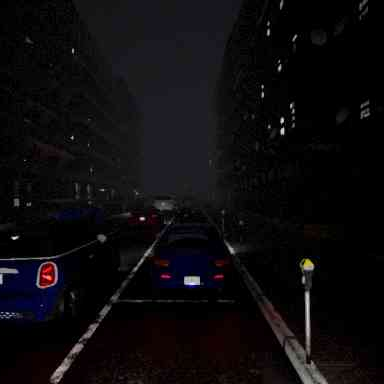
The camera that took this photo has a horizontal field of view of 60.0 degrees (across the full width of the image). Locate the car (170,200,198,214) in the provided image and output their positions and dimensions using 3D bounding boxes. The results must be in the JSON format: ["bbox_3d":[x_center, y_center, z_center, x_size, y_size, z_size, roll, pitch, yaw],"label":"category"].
[{"bbox_3d":[-0.437,1.572,26.224,1.887,1.381,4.507,1,0,0],"label":"car"}]

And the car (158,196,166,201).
[{"bbox_3d":[-8.323,1.847,92.652,1.802,1.307,4.206,1,0,0],"label":"car"}]

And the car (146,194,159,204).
[{"bbox_3d":[-8.315,1.471,70.528,2.192,1.841,5.009,1,0,0],"label":"car"}]

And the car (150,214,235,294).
[{"bbox_3d":[0.003,1.531,8.653,1.812,1.442,4.674,0,0,0],"label":"car"}]

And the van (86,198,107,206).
[{"bbox_3d":[-8.313,1.368,26.285,1.690,1.788,3.998,1,0,0],"label":"van"}]

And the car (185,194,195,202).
[{"bbox_3d":[-0.470,1.521,81.536,2.192,1.841,5.009,1,0,0],"label":"car"}]

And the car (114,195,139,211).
[{"bbox_3d":[-8.312,1.379,42.876,2.192,1.841,5.009,1,0,0],"label":"car"}]

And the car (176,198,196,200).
[{"bbox_3d":[-0.437,1.582,31.754,1.887,1.381,4.507,1,0,0],"label":"car"}]

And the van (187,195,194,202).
[{"bbox_3d":[-0.471,1.575,87.068,1.690,1.788,3.998,1,0,0],"label":"van"}]

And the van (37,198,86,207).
[{"bbox_3d":[-8.312,1.359,20.753,1.690,1.788,3.998,2,0,0],"label":"van"}]

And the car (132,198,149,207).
[{"bbox_3d":[-8.319,1.660,53.938,1.947,1.339,4.313,1,0,0],"label":"car"}]

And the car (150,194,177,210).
[{"bbox_3d":[-2.957,1.273,36.775,2.150,2.045,5.566,0,0,0],"label":"car"}]

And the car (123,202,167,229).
[{"bbox_3d":[-2.956,1.581,21.836,1.994,1.385,4.181,0,0,0],"label":"car"}]

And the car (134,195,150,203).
[{"bbox_3d":[-5.840,1.404,38.564,2.097,1.767,4.553,0,0,0],"label":"car"}]

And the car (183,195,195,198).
[{"bbox_3d":[-0.427,1.490,37.286,1.967,1.590,4.097,1,0,0],"label":"car"}]

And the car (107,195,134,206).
[{"bbox_3d":[-8.312,1.365,37.346,2.192,1.841,5.009,1,0,0],"label":"car"}]

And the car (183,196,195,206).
[{"bbox_3d":[-0.471,1.553,59.411,1.967,1.590,4.097,1,0,0],"label":"car"}]

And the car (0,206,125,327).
[{"bbox_3d":[-3.020,1.355,7.199,2.097,1.767,4.553,0,0,0],"label":"car"}]
